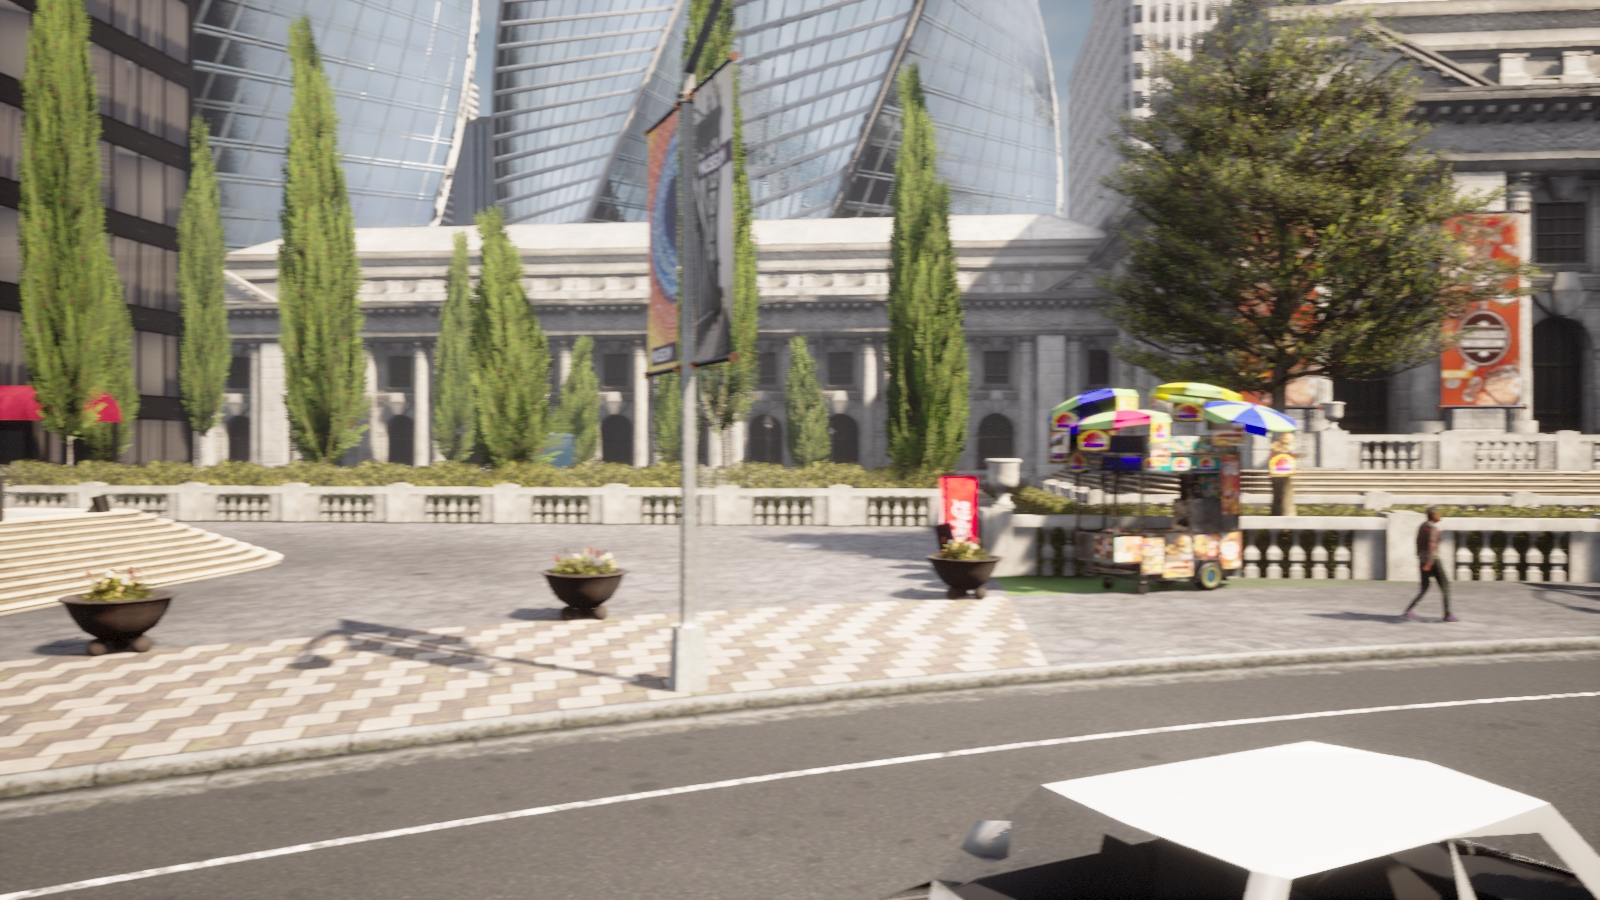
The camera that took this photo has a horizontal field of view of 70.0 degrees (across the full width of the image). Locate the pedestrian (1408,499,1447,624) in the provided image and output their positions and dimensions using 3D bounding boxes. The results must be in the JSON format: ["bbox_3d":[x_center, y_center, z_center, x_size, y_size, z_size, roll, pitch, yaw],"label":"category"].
[{"bbox_3d":[9.535,1.686,17.370,0.375,1.860,0.375,0,0,-7],"label":"pedestrian"}]

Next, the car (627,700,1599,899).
[{"bbox_3d":[1.487,2.061,4.313,3.806,1.475,1.970,0,0,-27],"label":"car"}]
